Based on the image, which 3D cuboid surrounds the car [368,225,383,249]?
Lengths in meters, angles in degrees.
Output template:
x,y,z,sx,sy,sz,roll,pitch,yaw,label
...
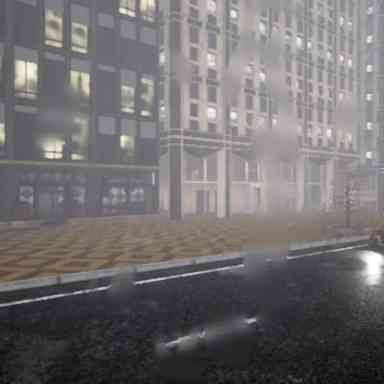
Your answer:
x,y,z,sx,sy,sz,roll,pitch,yaw,label
9.106,1.653,13.681,4.181,1.385,1.994,1,0,-35,car
